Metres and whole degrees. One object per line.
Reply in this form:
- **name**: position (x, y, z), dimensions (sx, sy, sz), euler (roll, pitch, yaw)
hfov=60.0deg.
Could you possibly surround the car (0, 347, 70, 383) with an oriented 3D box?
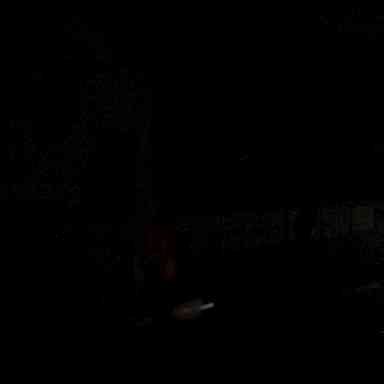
- **car**: position (-2.524, 1.574, 1.263), dimensions (4.181, 1.385, 1.994), euler (0, 0, -35)
